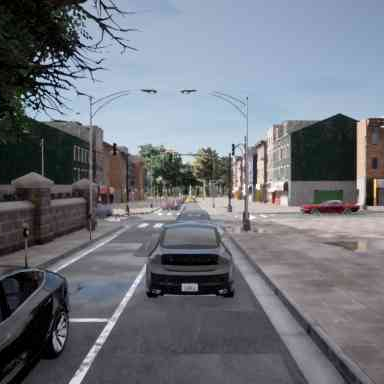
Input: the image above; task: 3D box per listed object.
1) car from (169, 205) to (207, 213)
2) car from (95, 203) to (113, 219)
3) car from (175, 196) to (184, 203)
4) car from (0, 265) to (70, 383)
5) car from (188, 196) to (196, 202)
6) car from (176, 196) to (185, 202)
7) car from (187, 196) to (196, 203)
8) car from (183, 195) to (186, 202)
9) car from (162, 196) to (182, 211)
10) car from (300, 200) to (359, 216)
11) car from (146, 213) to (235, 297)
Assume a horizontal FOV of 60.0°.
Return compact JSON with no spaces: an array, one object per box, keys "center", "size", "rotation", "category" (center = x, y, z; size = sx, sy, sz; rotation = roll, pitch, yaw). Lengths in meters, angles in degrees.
[{"center":[0.091,1.552,16.005],"size":[2.033,1.411,5.357],"rotation":[0,0,0],"category":"car"},{"center":[-9.241,1.685,29.849],"size":[4.181,1.385,1.994],"rotation":[-1,1,0],"category":"car"},{"center":[-2.687,1.655,74.194],"size":[1.887,1.381,4.507],"rotation":[-1,0,0],"category":"car"},{"center":[-2.646,1.565,3.265],"size":[1.947,1.339,4.313],"rotation":[-1,0,0],"category":"car"},{"center":[-0.045,1.671,82.173],"size":[2.033,1.411,5.357],"rotation":[0,0,0],"category":"car"},{"center":[-2.690,1.690,79.628],"size":[1.947,1.339,4.313],"rotation":[-1,0,0],"category":"car"},{"center":[-0.028,1.582,71.739],"size":[1.882,1.535,5.008],"rotation":[0,0,0],"category":"car"},{"center":[-2.681,1.628,63.324],"size":[1.887,1.381,4.507],"rotation":[-1,0,0],"category":"car"},{"center":[-2.670,1.478,41.586],"size":[1.967,1.590,4.097],"rotation":[-1,0,0],"category":"car"},{"center":[12.241,1.410,29.863],"size":[4.718,1.301,1.895],"rotation":[-1,1,0],"category":"car"},{"center":[-0.027,1.505,8.532],"size":[1.837,1.490,4.892],"rotation":[0,0,0],"category":"car"}]
